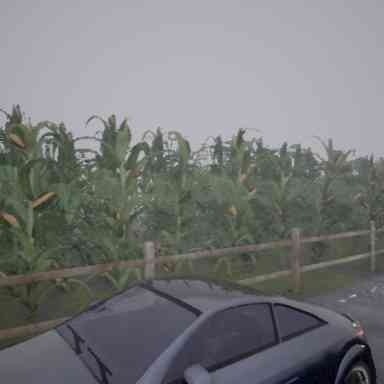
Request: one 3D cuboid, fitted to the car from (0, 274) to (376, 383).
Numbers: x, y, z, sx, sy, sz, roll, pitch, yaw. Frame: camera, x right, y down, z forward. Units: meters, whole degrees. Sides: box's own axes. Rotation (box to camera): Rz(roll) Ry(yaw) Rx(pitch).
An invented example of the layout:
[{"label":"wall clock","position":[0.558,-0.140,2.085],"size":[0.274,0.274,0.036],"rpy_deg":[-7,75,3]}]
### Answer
[{"label":"car","position":[-0.155,1.570,3.024],"size":[4.181,1.385,1.994],"rpy_deg":[0,0,-37]}]
